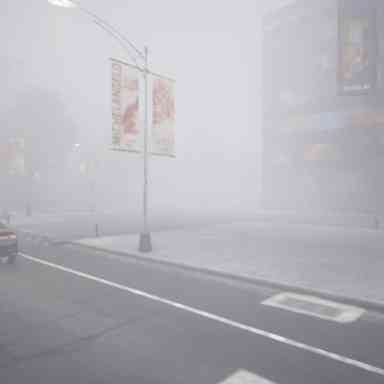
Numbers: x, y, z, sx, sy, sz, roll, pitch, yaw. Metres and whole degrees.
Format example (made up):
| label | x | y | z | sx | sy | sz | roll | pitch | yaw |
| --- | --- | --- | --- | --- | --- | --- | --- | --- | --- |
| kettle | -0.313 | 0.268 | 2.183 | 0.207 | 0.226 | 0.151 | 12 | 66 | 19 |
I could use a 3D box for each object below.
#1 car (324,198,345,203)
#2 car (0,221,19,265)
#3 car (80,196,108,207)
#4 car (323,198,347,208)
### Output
| label | x | y | z | sx | sy | sz | roll | pitch | yaw |
| --- | --- | --- | --- | --- | --- | --- | --- | --- | --- |
| car | 17.535 | 1.573 | 40.893 | 2.002 | 1.452 | 4.674 | 0 | 0 | 42 |
| car | -7.327 | 1.517 | 10.841 | 4.902 | 1.511 | 2.128 | 0 | 0 | 43 |
| car | -16.388 | 1.552 | 55.673 | 2.097 | 1.767 | 4.553 | 0 | 0 | 43 |
| car | 22.696 | 1.739 | 52.687 | 2.161 | 1.482 | 4.786 | 0 | 0 | 42 |
